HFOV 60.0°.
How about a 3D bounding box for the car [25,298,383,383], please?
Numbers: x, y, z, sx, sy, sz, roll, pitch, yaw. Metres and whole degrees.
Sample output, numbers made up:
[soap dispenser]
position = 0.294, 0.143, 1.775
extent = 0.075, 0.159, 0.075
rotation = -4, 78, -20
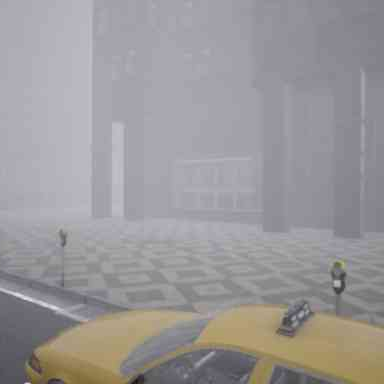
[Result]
[car]
position = 0.541, 1.521, 2.590
extent = 4.829, 1.417, 1.752
rotation = 0, 0, 35
